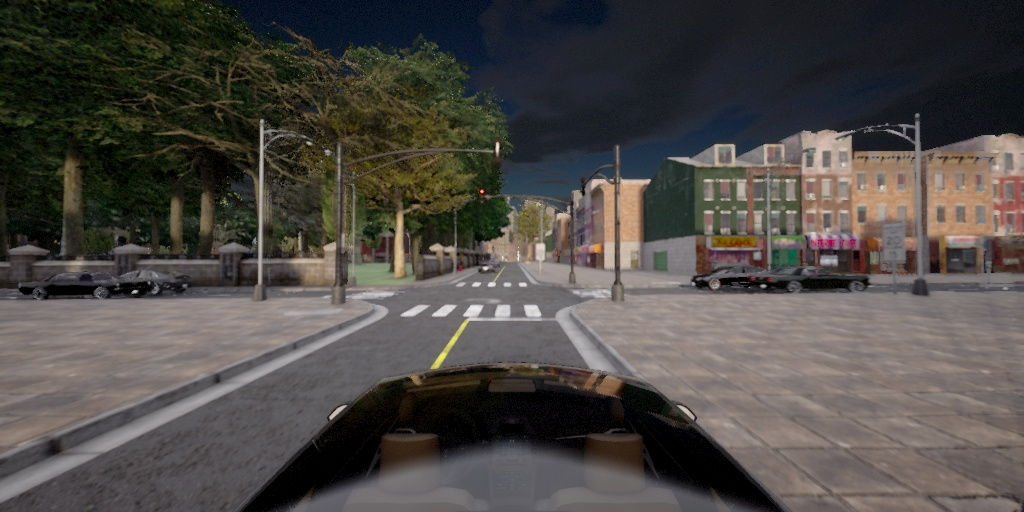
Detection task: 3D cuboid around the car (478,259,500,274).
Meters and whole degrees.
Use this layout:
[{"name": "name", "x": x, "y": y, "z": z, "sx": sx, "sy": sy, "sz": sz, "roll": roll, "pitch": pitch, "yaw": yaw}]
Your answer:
[{"name": "car", "x": -2.816, "y": 1.174, "z": 40.739, "sx": 2.128, "sy": 1.511, "sz": 4.902, "roll": 0, "pitch": 0, "yaw": 0}]

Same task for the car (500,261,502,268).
[{"name": "car", "x": -2.759, "y": 1.203, "z": 58.559, "sx": 1.837, "sy": 1.490, "sz": 4.892, "roll": 0, "pitch": 0, "yaw": 1}]

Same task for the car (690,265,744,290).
[{"name": "car", "x": 12.396, "y": 1.183, "z": 20.181, "sx": 4.313, "sy": 1.339, "sz": 1.948, "roll": 0, "pitch": 0, "yaw": 0}]

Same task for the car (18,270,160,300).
[{"name": "car", "x": -20.650, "y": 1.461, "z": 17.564, "sx": 4.718, "sy": 1.301, "sz": 1.895, "roll": -1, "pitch": -1, "yaw": 0}]

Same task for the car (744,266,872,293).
[{"name": "car", "x": 14.495, "y": 1.160, "z": 17.555, "sx": 4.718, "sy": 1.301, "sz": 1.895, "roll": 0, "pitch": -1, "yaw": 0}]

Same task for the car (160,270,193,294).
[{"name": "car", "x": -20.589, "y": 1.450, "z": 20.193, "sx": 4.403, "sy": 1.370, "sz": 2.007, "roll": 0, "pitch": 0, "yaw": 0}]
